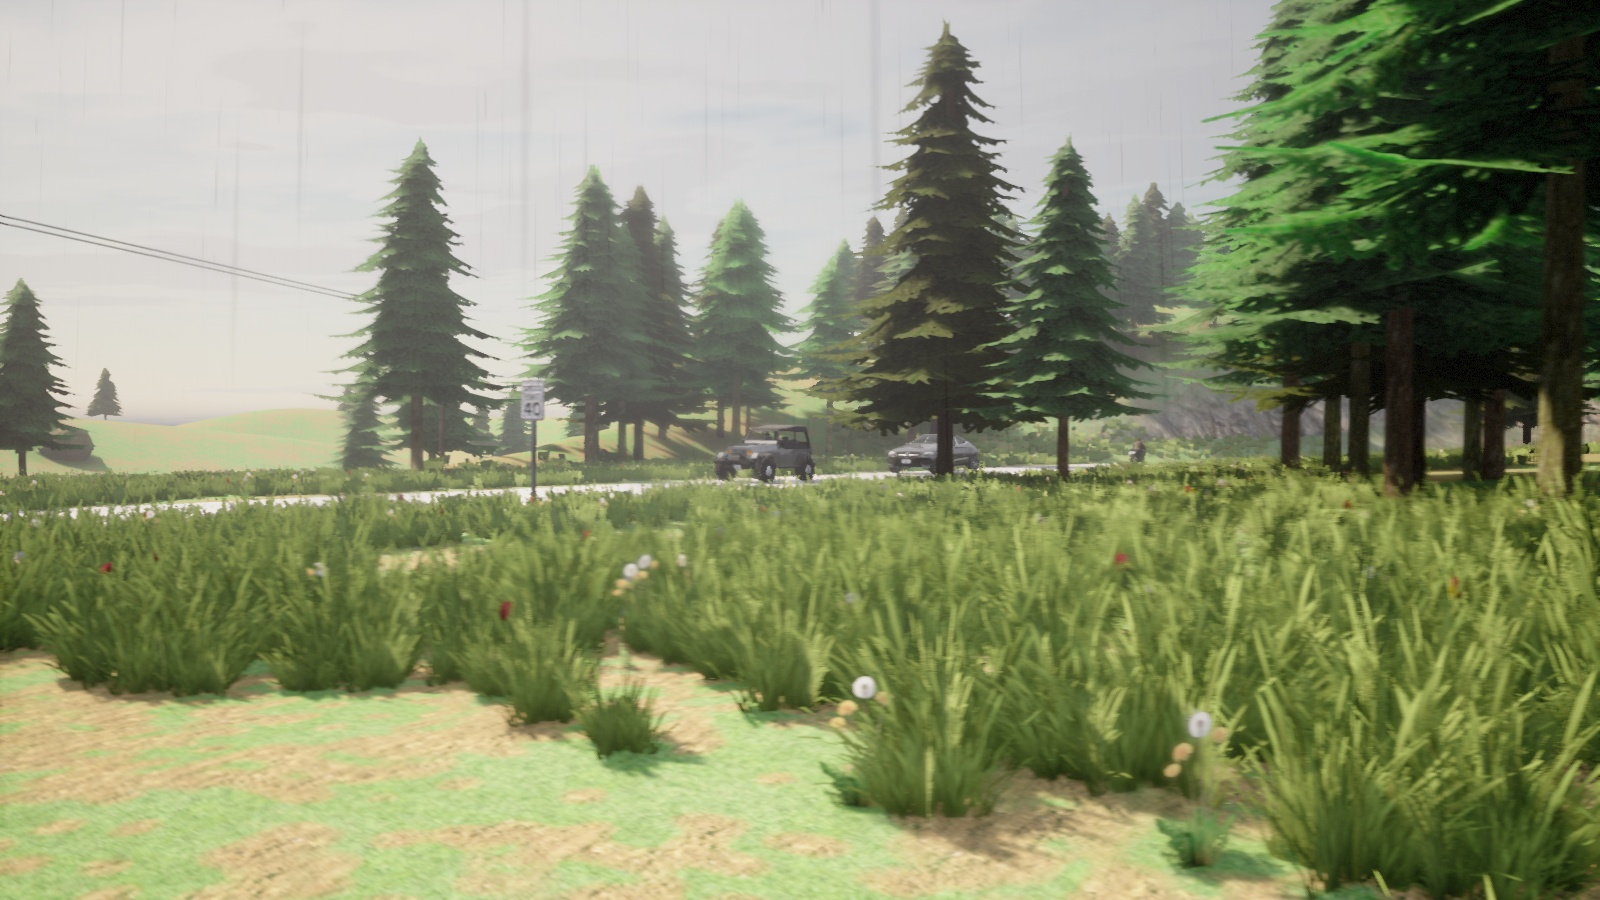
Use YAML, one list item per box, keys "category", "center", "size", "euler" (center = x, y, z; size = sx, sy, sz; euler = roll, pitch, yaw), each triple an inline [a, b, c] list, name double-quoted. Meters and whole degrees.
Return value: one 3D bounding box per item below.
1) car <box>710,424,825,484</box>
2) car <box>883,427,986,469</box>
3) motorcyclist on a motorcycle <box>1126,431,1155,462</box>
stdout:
- category: "car"
  center: [-1.027, 0.107, 41.352]
  size: [1.905, 1.878, 3.866]
  euler: [0, 1, 33]
- category: "car"
  center: [5.574, -0.109, 51.492]
  size: [2.152, 1.651, 5.027]
  euler: [0, 1, 33]
- category: "motorcyclist on a motorcycle"
  center: [17.235, -0.175, 63.538]
  size: [0.797, 1.523, 2.044]
  euler: [0, 1, 33]
